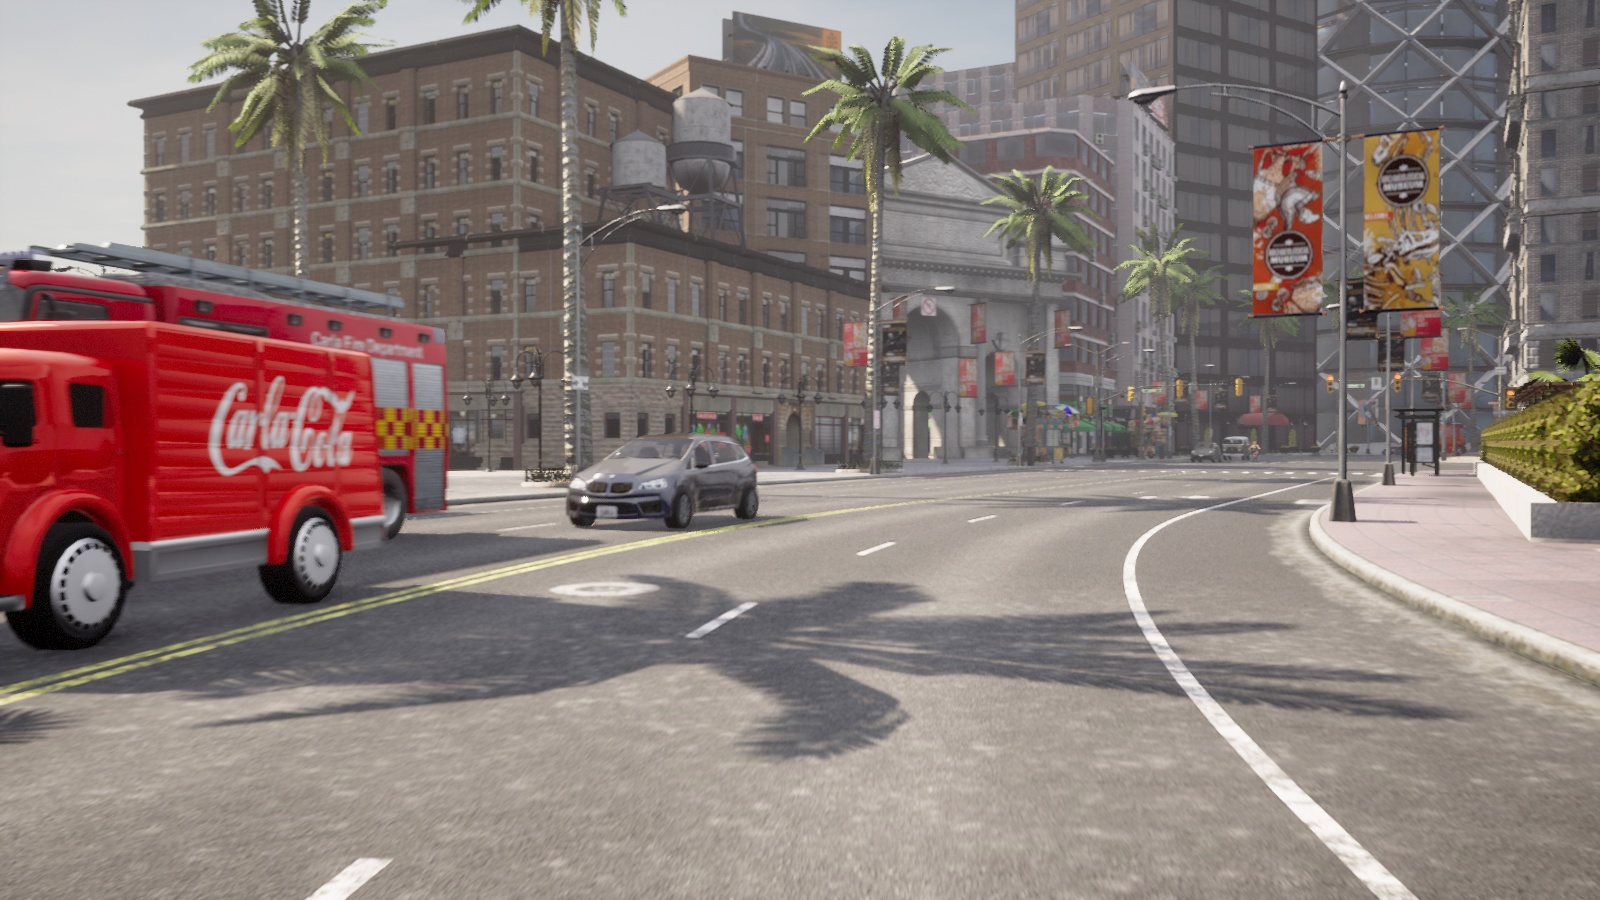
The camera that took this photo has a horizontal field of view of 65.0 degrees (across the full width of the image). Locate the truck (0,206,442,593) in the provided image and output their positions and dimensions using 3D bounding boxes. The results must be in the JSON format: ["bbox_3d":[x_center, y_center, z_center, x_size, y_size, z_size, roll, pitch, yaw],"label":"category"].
[{"bbox_3d":[-8.284,-0.521,16.472,2.891,3.827,8.468,0,0,16],"label":"truck"}]

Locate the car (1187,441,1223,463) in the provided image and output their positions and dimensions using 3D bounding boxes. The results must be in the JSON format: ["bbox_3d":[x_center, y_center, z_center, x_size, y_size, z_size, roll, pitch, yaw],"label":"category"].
[{"bbox_3d":[30.348,0.152,94.055,1.851,1.617,3.988,0,0,28],"label":"car"}]

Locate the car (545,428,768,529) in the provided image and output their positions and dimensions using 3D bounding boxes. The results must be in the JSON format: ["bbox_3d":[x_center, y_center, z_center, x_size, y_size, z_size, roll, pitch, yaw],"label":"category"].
[{"bbox_3d":[-2.516,0.456,23.340,2.242,1.667,4.611,0,0,21],"label":"car"}]

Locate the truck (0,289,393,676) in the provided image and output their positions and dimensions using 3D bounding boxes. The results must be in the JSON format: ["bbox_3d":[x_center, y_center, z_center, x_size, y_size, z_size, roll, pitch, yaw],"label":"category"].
[{"bbox_3d":[-5.945,0.193,10.544,2.627,2.467,5.204,0,0,11],"label":"truck"}]
